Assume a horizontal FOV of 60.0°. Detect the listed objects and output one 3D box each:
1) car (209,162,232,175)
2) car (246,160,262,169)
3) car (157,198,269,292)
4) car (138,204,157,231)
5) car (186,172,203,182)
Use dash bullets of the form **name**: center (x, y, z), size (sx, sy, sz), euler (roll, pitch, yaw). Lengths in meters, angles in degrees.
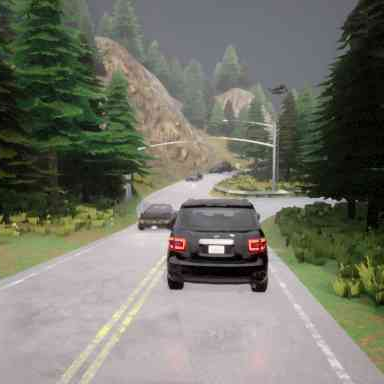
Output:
- **car**: center (5.644, -4.636, 65.411), size (2.150, 2.045, 5.566), euler (4, 11, 40)
- **car**: center (13.895, -5.952, 72.491), size (4.553, 1.767, 2.097), euler (-8, 8, -30)
- **car**: center (0.705, 1.172, 8.993), size (2.150, 2.045, 5.566), euler (0, 0, 5)
- **car**: center (-1.881, 1.430, 19.778), size (2.033, 1.411, 5.357), euler (0, 0, 1)
- **car**: center (0.424, -2.530, 55.251), size (1.994, 1.385, 4.181), euler (2, 10, 19)
